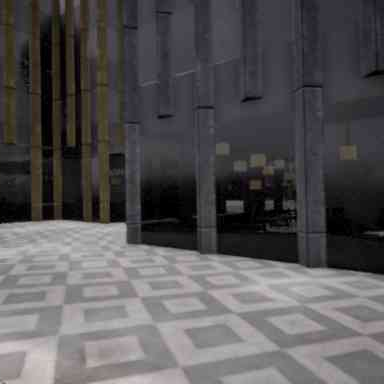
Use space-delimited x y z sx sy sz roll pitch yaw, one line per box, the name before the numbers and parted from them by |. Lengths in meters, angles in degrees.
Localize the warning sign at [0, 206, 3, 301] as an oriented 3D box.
warning sign | -4.369 1.120 5.998 1.060 1.860 1.300 -2 0 35
